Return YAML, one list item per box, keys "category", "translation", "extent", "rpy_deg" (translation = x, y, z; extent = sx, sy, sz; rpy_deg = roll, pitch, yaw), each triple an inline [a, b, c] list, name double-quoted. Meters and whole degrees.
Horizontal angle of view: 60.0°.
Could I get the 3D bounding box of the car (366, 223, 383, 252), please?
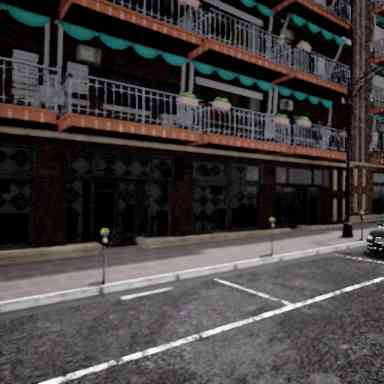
- category: "car"
  translation: [8.211, 1.529, 12.379]
  extent: [4.403, 1.369, 2.008]
  rpy_deg: [0, 1, -35]
